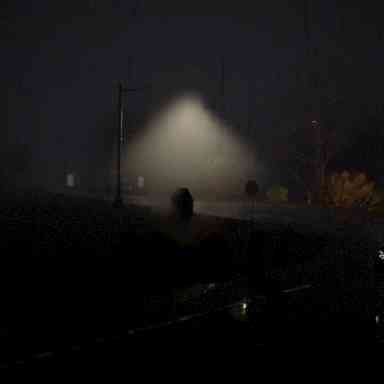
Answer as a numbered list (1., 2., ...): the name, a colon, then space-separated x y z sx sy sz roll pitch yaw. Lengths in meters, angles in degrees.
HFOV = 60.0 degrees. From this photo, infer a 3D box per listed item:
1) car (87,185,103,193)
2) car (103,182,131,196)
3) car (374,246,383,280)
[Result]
1. car: -17.386 -0.565 59.942 1.882 1.535 5.008 0 2 -35
2. car: -11.359 -0.486 51.464 2.150 2.045 5.566 0 2 -35
3. car: 6.518 1.434 8.466 4.674 1.442 1.812 -2 2 -35
